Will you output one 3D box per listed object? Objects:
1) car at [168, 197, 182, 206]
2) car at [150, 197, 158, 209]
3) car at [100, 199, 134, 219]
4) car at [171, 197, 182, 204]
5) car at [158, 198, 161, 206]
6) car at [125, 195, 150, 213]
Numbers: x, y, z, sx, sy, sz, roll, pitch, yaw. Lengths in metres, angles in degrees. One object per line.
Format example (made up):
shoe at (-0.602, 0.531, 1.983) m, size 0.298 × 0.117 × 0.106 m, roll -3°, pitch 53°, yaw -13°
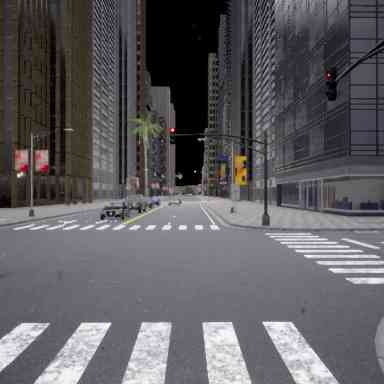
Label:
car at (-3.241, 1.781, 59.847) m, size 1.895 × 1.301 × 4.718 m, roll 0°, pitch 0°, yaw 0°
car at (-6.664, 1.482, 48.428) m, size 2.097 × 1.767 × 4.553 m, roll 0°, pitch 0°, yaw 0°
car at (-6.642, 1.627, 29.175) m, size 1.994 × 1.385 × 4.181 m, roll 0°, pitch 0°, yaw 0°
car at (-3.255, 1.788, 69.742) m, size 1.994 × 1.385 × 4.181 m, roll 0°, pitch 0°, yaw 0°
car at (-6.635, 1.652, 58.567) m, size 1.882 × 1.535 × 5.008 m, roll 0°, pitch 0°, yaw 0°
car at (-6.657, 1.314, 38.499) m, size 2.150 × 2.045 × 5.566 m, roll 0°, pitch 0°, yaw 0°
